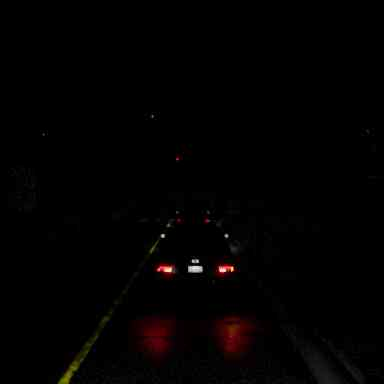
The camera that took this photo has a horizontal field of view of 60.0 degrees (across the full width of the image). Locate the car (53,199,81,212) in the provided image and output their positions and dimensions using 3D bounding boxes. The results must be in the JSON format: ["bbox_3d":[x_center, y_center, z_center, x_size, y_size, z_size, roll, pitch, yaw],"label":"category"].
[{"bbox_3d":[-15.560,1.546,38.824,4.829,1.417,1.752,-1,1,0],"label":"car"}]

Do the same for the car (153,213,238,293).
[{"bbox_3d":[0.073,1.533,8.937,2.033,1.411,5.357,0,0,0],"label":"car"}]

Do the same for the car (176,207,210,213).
[{"bbox_3d":[0.047,1.531,18.163,1.994,1.385,4.181,0,0,0],"label":"car"}]

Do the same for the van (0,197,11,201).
[{"bbox_3d":[-21.072,1.417,38.815,3.998,1.788,1.690,-1,1,0],"label":"van"}]

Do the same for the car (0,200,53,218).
[{"bbox_3d":[-15.372,1.697,30.301,4.206,1.307,1.802,-1,1,0],"label":"car"}]

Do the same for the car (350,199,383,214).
[{"bbox_3d":[16.975,1.311,30.328,4.403,1.369,2.008,-1,1,0],"label":"car"}]

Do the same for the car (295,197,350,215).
[{"bbox_3d":[11.596,1.388,30.323,4.313,1.339,1.947,-1,1,0],"label":"car"}]
